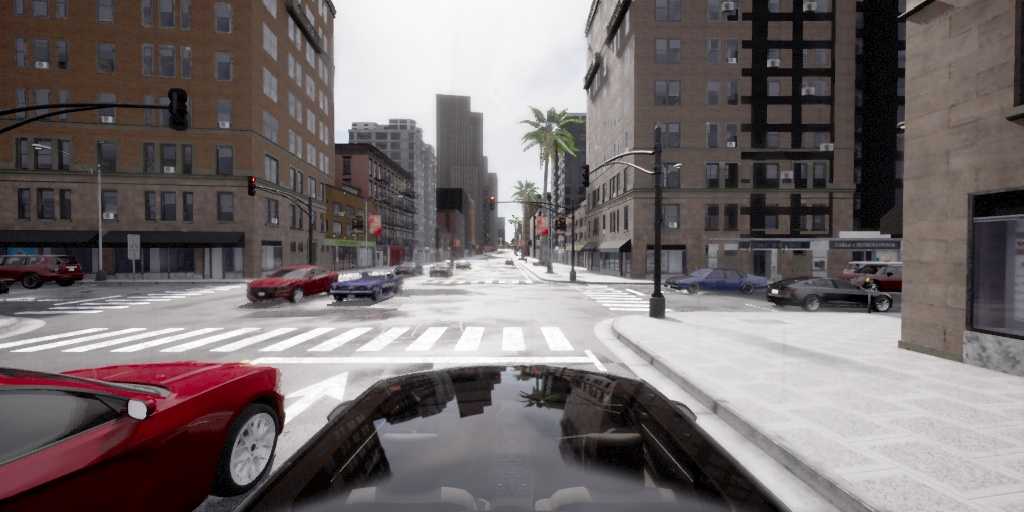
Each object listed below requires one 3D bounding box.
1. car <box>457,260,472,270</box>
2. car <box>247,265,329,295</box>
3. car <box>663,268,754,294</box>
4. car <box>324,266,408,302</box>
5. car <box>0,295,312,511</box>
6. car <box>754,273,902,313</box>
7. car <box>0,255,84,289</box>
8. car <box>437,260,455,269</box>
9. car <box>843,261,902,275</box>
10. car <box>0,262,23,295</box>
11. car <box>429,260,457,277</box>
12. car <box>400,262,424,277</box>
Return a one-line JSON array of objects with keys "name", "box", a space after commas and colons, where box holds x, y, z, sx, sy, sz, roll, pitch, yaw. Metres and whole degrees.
[{"name": "car", "box": [-6.969, 1.296, 51.896, 1.994, 1.385, 4.181, 0, 0, 0]}, {"name": "car", "box": [-9.947, 1.207, 16.713, 1.882, 1.535, 5.008, 1, 1, 0]}, {"name": "car", "box": [11.705, 1.401, 20.659, 5.357, 1.411, 2.033, 0, 1, 0]}, {"name": "car", "box": [-6.700, 1.342, 17.099, 1.895, 1.301, 4.718, 0, 1, -1]}, {"name": "car", "box": [-3.144, 1.228, 1.475, 1.882, 1.535, 5.008, 0, 0, 1]}, {"name": "car", "box": [12.863, 1.514, 14.713, 4.313, 1.339, 1.948, 0, 0, 0]}, {"name": "car", "box": [-27.280, 0.836, 19.908, 5.009, 1.841, 2.192, 0, 0, -9]}, {"name": "car", "box": [-10.241, 1.292, 55.752, 1.994, 1.385, 4.181, 0, 0, 0]}, {"name": "car", "box": [21.175, 1.279, 20.670, 4.553, 1.767, 2.097, 0, 1, 0]}, {"name": "car", "box": [-24.034, 1.126, 14.575, 4.892, 1.490, 1.837, 1, 1, -9]}, {"name": "car", "box": [-6.874, 1.289, 35.145, 2.033, 1.411, 5.357, 0, 0, -4]}, {"name": "car", "box": [-10.105, 1.289, 35.602, 2.033, 1.411, 5.357, 0, 0, -1]}]
